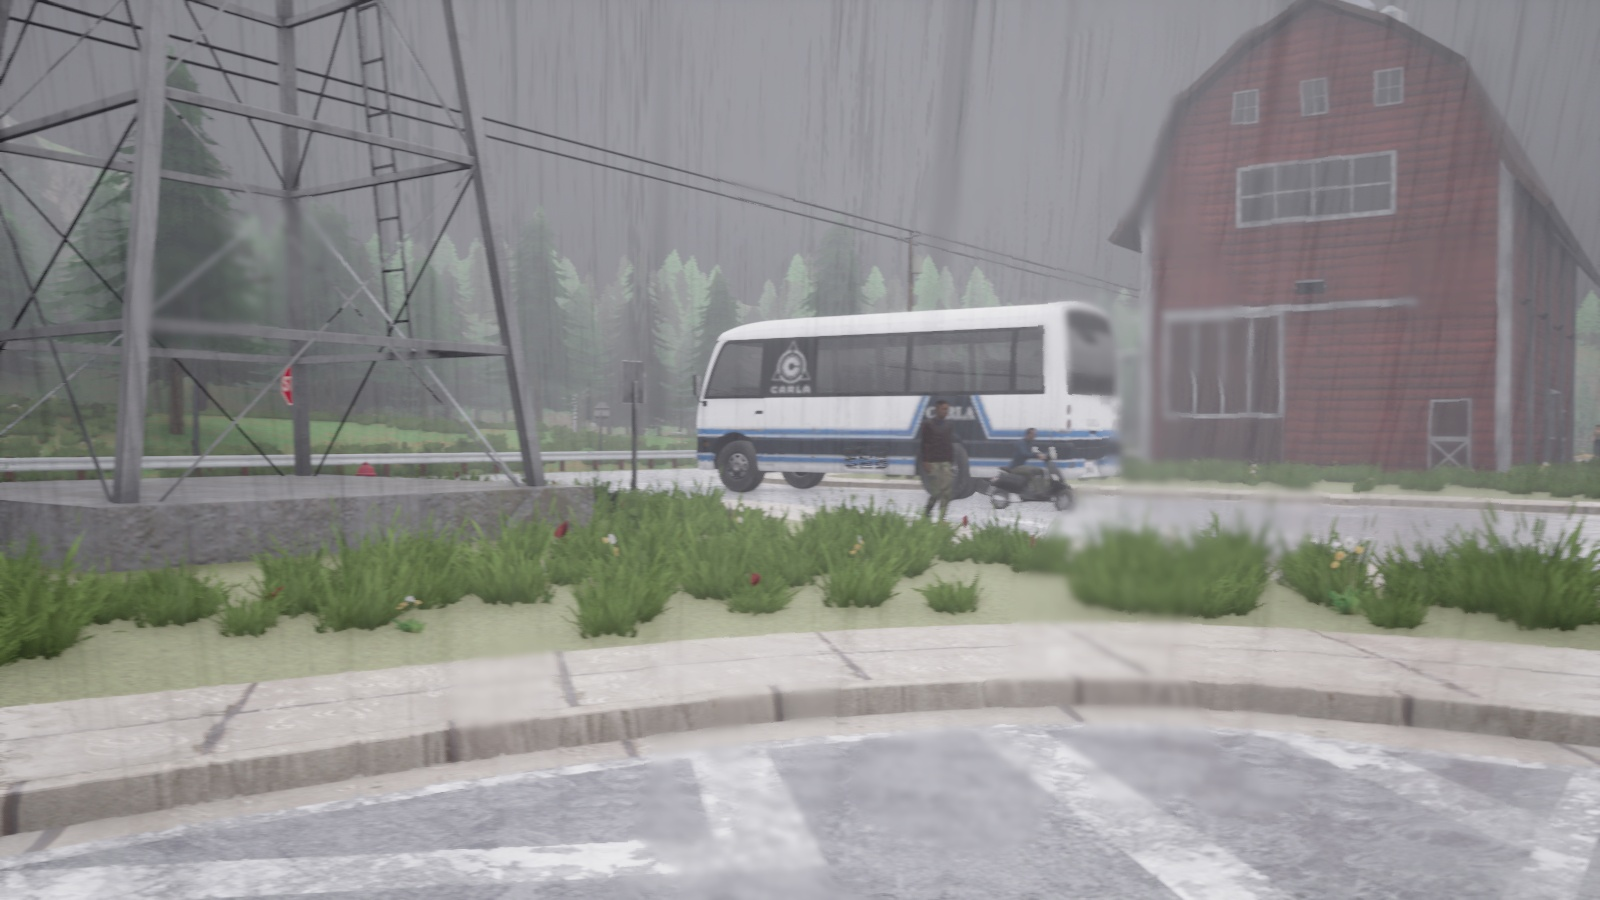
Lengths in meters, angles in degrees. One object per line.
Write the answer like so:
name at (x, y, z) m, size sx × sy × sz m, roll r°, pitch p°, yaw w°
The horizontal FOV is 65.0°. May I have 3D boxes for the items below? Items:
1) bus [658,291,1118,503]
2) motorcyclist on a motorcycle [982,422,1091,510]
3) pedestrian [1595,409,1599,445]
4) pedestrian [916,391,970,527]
bus at (1.842, -1.098, 29.763) m, size 10.273 × 4.253 × 3.944 m, roll 0°, pitch 1°, yaw 35°
motorcyclist on a motorcycle at (4.446, 0.290, 23.668) m, size 1.817 × 1.590 × 0.866 m, roll 0°, pitch 1°, yaw 35°
pedestrian at (41.048, -1.171, 64.402) m, size 0.594 × 1.836 × 0.345 m, roll -1°, pitch 1°, yaw -45°
pedestrian at (1.975, 0.111, 17.380) m, size 0.431 × 1.840 × 0.703 m, roll -1°, pitch 1°, yaw -22°
